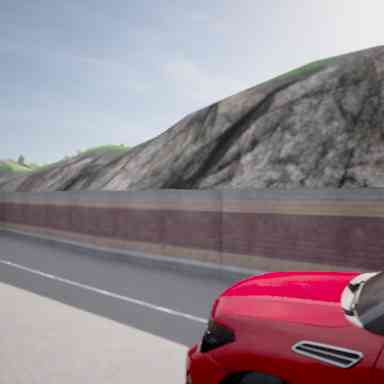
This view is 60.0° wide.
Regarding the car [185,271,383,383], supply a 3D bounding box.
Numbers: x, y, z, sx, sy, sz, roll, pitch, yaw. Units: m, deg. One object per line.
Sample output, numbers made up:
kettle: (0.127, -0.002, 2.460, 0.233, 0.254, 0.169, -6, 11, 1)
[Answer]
car: (2.596, 1.230, 2.197, 5.566, 2.045, 2.150, 0, 0, 35)
